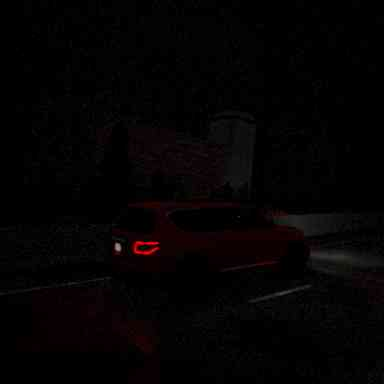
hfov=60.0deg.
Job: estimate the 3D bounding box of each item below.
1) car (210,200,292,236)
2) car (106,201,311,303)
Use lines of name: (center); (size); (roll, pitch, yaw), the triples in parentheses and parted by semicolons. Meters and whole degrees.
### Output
car: (3.474, 1.416, 19.305); (4.553, 1.767, 2.097); (0, 0, -35)
car: (0.643, 1.247, 8.504); (5.566, 2.045, 2.150); (0, 0, -35)
